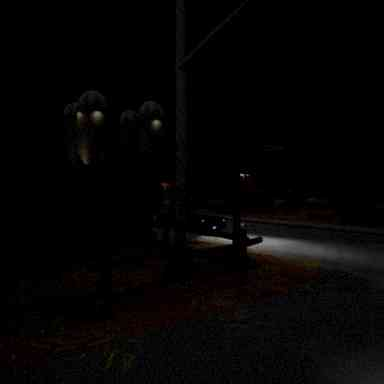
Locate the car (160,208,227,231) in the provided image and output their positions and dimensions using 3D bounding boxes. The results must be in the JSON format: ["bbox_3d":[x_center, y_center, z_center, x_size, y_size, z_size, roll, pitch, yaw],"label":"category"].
[{"bbox_3d":[-0.078,1.601,19.480,1.895,1.301,4.718,0,0,-35],"label":"car"}]
